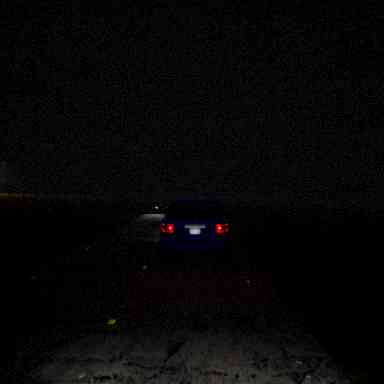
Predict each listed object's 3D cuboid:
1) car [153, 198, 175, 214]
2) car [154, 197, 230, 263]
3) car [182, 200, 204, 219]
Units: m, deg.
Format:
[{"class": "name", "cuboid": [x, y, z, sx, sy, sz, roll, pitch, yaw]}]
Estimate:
[{"class": "car", "cuboid": [-2.856, 1.445, 34.913, 1.837, 1.490, 4.892, 0, 0, 0]}, {"class": "car", "cuboid": [0.090, 1.192, 12.009, 2.150, 2.045, 5.566, 0, 0, 0]}, {"class": "car", "cuboid": [0.084, 1.473, 29.170, 1.812, 1.442, 4.674, 0, 0, 0]}]
